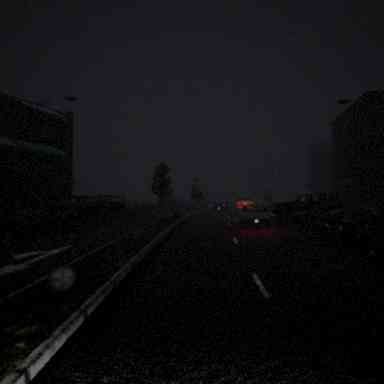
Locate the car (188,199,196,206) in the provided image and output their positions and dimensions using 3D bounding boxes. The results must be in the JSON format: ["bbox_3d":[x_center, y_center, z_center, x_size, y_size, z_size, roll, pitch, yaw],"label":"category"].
[{"bbox_3d":[-1.423,1.896,61.599,2.231,1.521,4.892,0,-2,14],"label":"car"}]

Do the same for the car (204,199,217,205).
[{"bbox_3d":[4.639,2.490,82.934,2.097,1.535,5.008,0,-2,19],"label":"car"}]

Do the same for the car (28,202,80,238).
[{"bbox_3d":[-8.169,1.486,17.660,2.163,1.488,4.792,0,0,5],"label":"car"}]

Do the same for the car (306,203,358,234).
[{"bbox_3d":[8.313,1.453,15.700,4.892,1.521,2.231,0,0,4],"label":"car"}]

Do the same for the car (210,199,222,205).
[{"bbox_3d":[6.440,2.678,88.179,2.002,1.452,4.674,0,-2,20],"label":"car"}]

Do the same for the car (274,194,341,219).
[{"bbox_3d":[9.228,1.163,26.715,5.566,2.045,2.435,0,0,7],"label":"car"}]

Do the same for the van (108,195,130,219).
[{"bbox_3d":[-7.160,1.212,28.612,1.878,1.987,4.442,0,0,7],"label":"van"}]

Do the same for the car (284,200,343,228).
[{"bbox_3d":[8.701,1.455,21.275,4.792,1.488,2.163,0,0,5],"label":"car"}]

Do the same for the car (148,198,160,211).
[{"bbox_3d":[-5.668,1.541,39.725,2.002,1.452,4.674,0,-1,9],"label":"car"}]

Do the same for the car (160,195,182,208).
[{"bbox_3d":[-3.804,1.401,50.616,2.435,2.045,5.566,0,-1,12],"label":"car"}]

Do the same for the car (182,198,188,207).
[{"bbox_3d":[-2.666,1.637,56.106,2.185,1.767,4.553,0,-1,13],"label":"car"}]

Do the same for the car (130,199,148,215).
[{"bbox_3d":[-6.446,1.499,34.238,2.002,1.452,4.674,0,0,8],"label":"car"}]

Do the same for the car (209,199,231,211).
[{"bbox_3d":[3.574,1.640,41.738,1.895,1.301,4.718,0,-1,9],"label":"car"}]

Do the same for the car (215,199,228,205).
[{"bbox_3d":[8.352,2.790,93.386,2.231,1.521,4.892,-1,-2,21],"label":"car"}]

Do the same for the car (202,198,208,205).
[{"bbox_3d":[1.345,2.218,72.178,2.163,1.488,4.792,0,-2,16],"label":"car"}]

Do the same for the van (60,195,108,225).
[{"bbox_3d":[-7.717,1.214,23.102,1.878,1.987,4.442,0,0,6],"label":"van"}]

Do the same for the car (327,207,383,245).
[{"bbox_3d":[8.190,1.492,12.970,4.792,1.488,2.163,0,0,3],"label":"car"}]

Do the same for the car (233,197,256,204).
[{"bbox_3d":[6.560,1.382,41.313,2.097,1.767,4.553,0,-1,9],"label":"car"}]

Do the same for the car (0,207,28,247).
[{"bbox_3d":[-8.501,1.469,12.177,2.097,1.535,5.008,0,0,3],"label":"car"}]

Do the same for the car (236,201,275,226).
[{"bbox_3d":[4.246,1.546,23.085,1.895,1.301,4.718,0,0,5],"label":"car"}]

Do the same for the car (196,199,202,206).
[{"bbox_3d":[-0.108,2.080,66.855,2.002,1.452,4.674,0,-2,15],"label":"car"}]

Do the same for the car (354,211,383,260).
[{"bbox_3d":[8.002,1.501,10.247,4.792,1.488,2.163,0,0,3],"label":"car"}]
